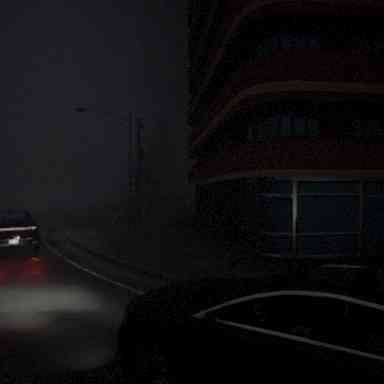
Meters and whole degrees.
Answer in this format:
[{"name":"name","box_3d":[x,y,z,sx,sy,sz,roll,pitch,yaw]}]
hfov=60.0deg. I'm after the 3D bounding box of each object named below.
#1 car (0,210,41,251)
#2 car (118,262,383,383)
[{"name":"car","box_3d":[-7.390,1.493,13.591,2.128,1.511,4.902,0,0,-30]},{"name":"car","box_3d":[1.312,1.492,3.277,4.902,1.511,2.128,0,0,37]}]
